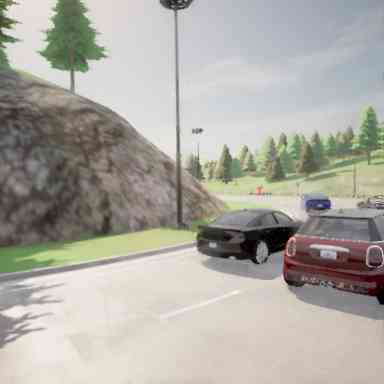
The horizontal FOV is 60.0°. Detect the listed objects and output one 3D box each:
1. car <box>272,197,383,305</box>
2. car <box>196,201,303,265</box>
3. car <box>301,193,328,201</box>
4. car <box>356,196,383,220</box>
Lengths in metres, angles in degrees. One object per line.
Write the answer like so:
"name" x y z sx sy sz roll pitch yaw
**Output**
"car" 4.036 1.158 7.874 2.097 1.767 4.553 0 1 43
"car" 2.254 1.268 11.078 1.882 1.535 5.008 0 2 43
"car" 10.335 0.859 28.059 1.882 1.535 5.008 -1 1 11
"car" 12.708 1.017 22.928 1.895 1.301 4.718 -1 1 18
